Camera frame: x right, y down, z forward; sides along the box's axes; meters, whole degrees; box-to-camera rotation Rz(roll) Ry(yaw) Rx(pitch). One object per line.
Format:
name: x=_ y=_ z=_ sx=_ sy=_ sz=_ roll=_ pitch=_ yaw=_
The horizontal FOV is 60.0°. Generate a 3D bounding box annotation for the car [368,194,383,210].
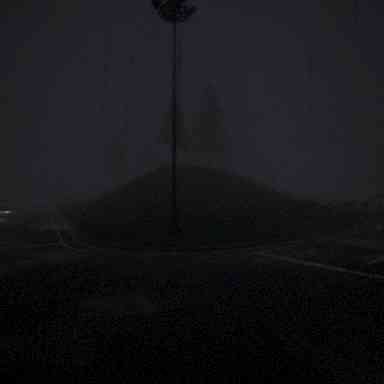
car: x=25.498 y=1.307 z=44.322 sx=2.150 sy=2.045 sz=5.566 roll=0 pitch=0 yaw=7

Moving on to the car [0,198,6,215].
car: x=-19.140 y=1.619 z=31.241 sx=2.033 sy=1.411 sz=5.357 roll=0 pitch=0 yaw=-25

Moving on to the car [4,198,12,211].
car: x=-24.247 y=1.574 z=42.459 sx=1.882 sy=1.535 sz=5.008 roll=0 pitch=1 yaw=-24
